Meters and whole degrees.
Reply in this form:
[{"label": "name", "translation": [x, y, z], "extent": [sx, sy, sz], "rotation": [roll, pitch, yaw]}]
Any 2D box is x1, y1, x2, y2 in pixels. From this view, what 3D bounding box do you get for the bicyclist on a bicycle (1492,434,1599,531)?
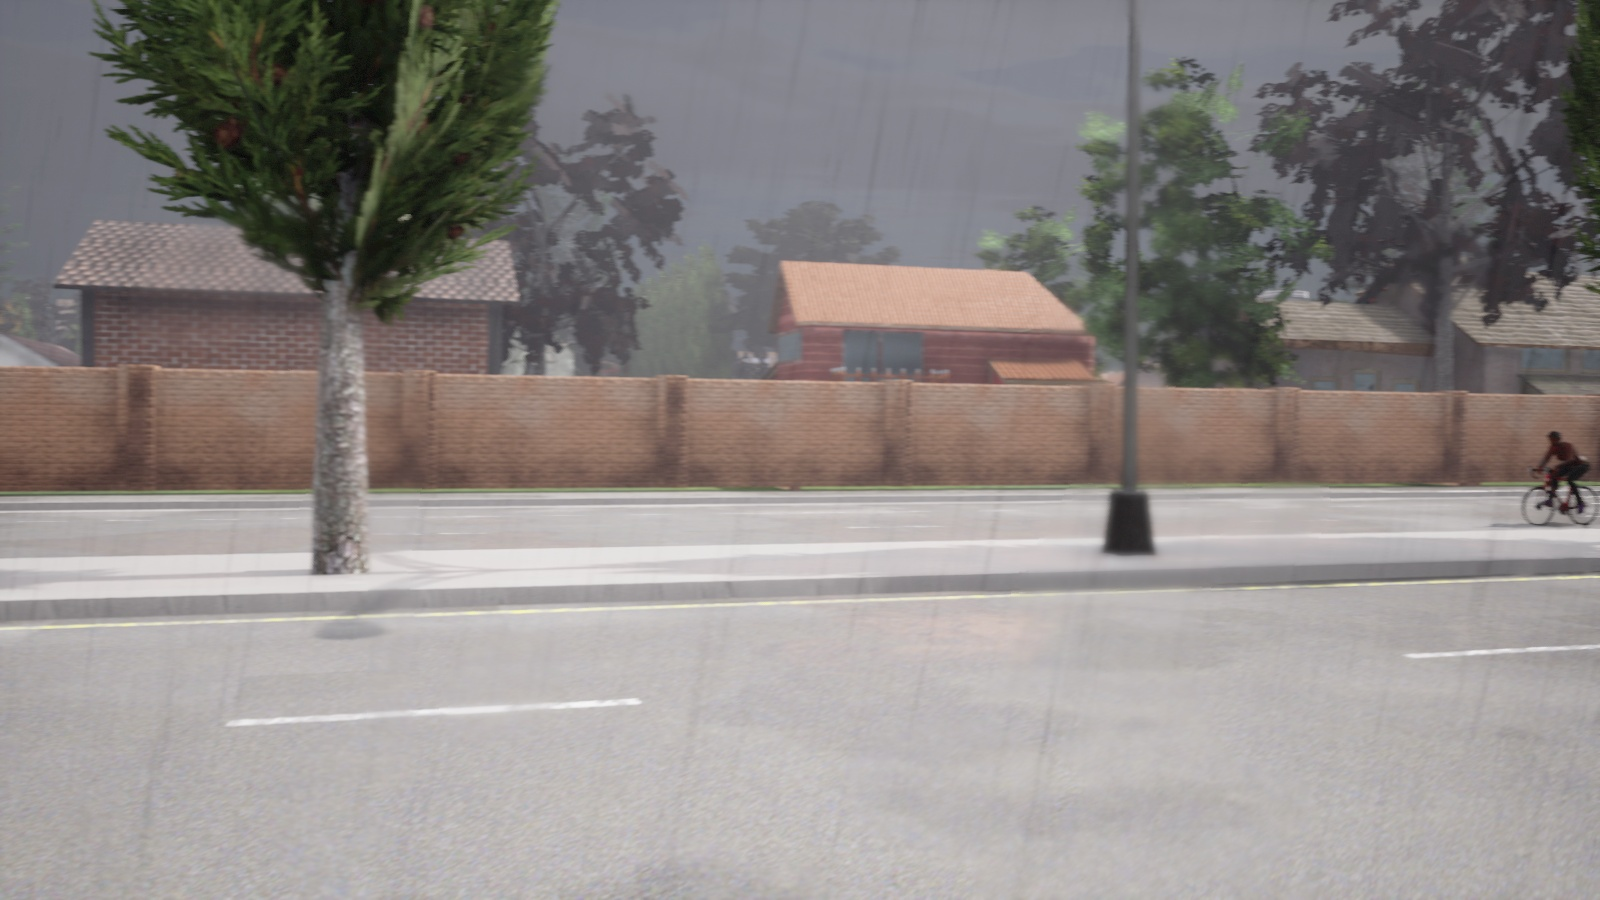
[{"label": "bicyclist on a bicycle", "translation": [12.659, 0.537, 21.335], "extent": [1.656, 1.620, 0.582], "rotation": [0, 1, -17]}]
